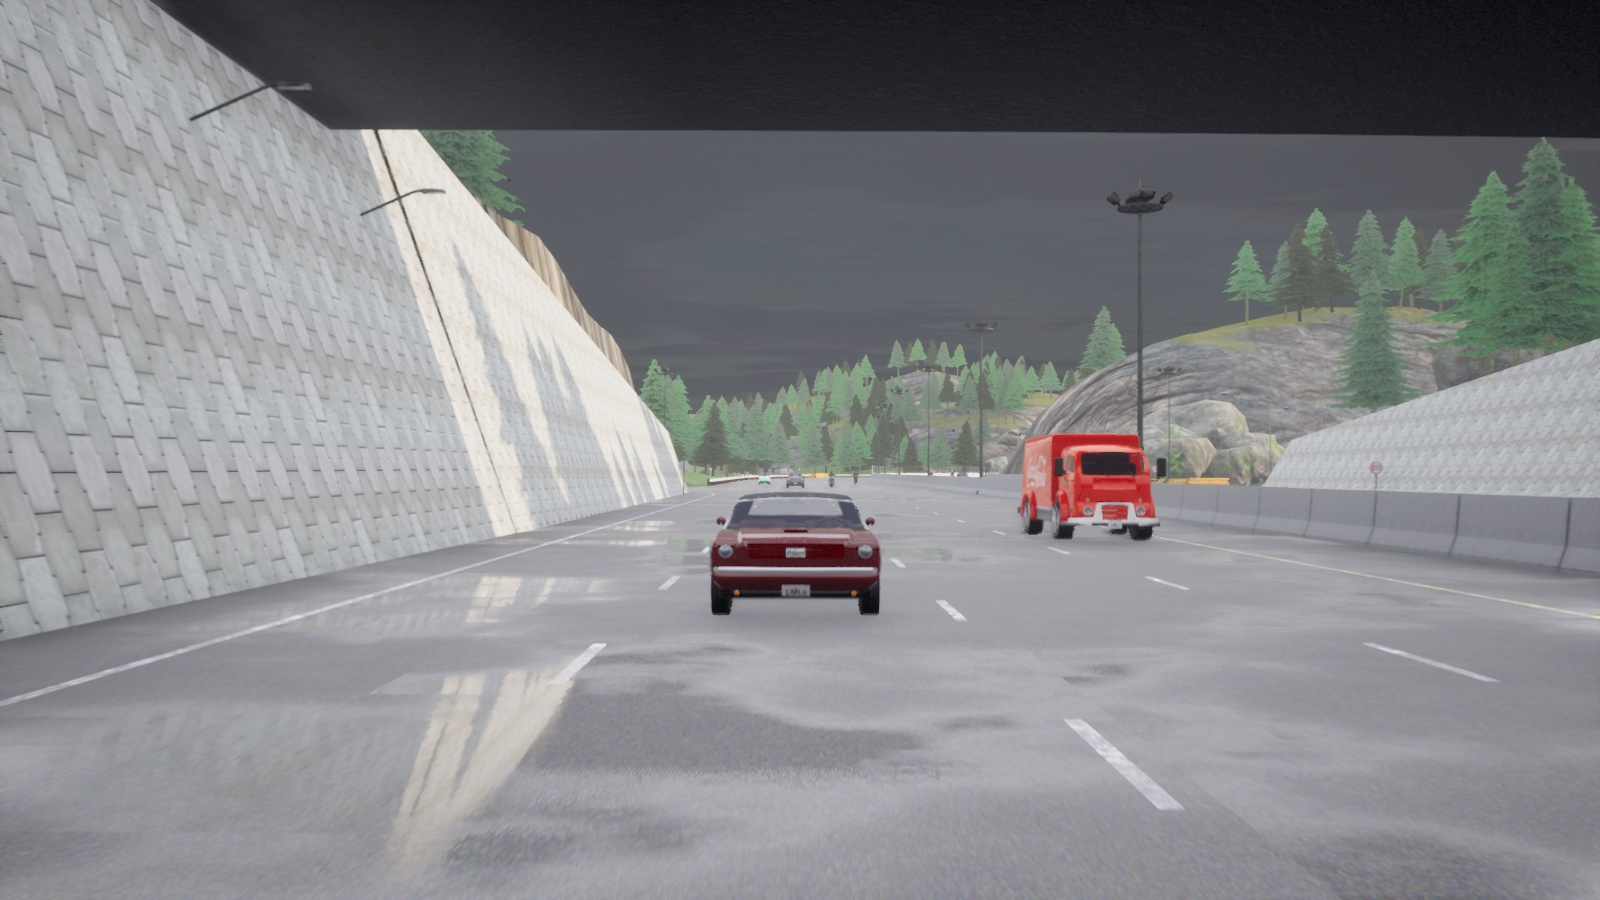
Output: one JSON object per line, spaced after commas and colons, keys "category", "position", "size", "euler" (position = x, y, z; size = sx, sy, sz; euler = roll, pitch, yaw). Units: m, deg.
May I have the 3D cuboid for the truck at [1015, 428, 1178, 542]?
{"category": "truck", "position": [6.901, 0.802, 29.967], "size": [2.627, 2.467, 5.204], "euler": [0, -1, 0]}

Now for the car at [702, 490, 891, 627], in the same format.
{"category": "car", "position": [-0.044, 1.167, 15.038], "size": [1.895, 1.301, 4.718], "euler": [0, -1, 0]}
